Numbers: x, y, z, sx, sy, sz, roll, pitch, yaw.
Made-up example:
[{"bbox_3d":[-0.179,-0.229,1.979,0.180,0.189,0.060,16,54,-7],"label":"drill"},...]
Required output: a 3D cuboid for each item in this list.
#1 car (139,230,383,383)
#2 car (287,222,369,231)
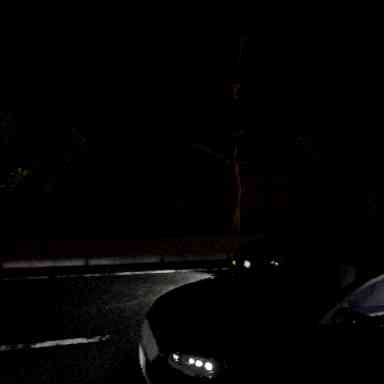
[{"bbox_3d":[1.870,1.415,3.961,4.902,1.511,2.128,1,2,-16],"label":"car"},{"bbox_3d":[3.110,1.414,7.714,4.181,1.385,1.994,1,2,-16],"label":"car"}]
